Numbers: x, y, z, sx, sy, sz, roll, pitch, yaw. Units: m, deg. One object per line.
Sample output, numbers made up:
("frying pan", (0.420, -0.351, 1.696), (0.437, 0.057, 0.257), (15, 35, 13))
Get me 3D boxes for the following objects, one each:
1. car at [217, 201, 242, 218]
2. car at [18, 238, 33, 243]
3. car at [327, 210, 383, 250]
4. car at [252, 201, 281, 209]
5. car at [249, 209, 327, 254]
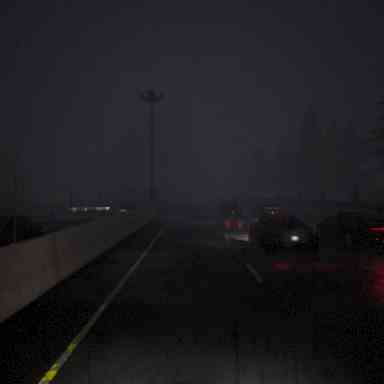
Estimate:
("car", (3.450, 1.570, 31.266), (2.128, 1.511, 4.902), (0, 0, -2))
("car", (-7.103, 1.557, 12.202), (1.812, 1.442, 4.674), (0, 0, 0))
("car", (7.101, 1.541, 14.539), (1.837, 1.490, 4.892), (0, 0, 0))
("car", (6.947, 1.583, 31.323), (1.837, 1.490, 4.892), (0, 0, -2))
("car", (3.599, 1.598, 13.641), (1.994, 1.385, 4.181), (0, 0, 0))
